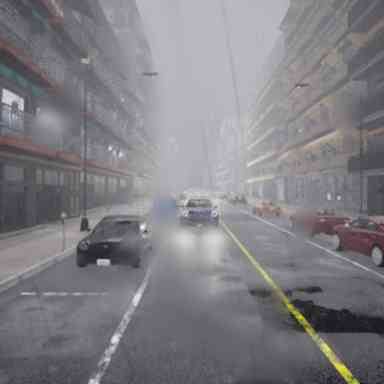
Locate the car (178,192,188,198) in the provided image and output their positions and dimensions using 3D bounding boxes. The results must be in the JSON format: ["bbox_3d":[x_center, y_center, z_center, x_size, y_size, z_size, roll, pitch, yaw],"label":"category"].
[{"bbox_3d":[-2.030,0.653,73.197,2.008,1.369,4.403,1,1,0],"label":"car"}]

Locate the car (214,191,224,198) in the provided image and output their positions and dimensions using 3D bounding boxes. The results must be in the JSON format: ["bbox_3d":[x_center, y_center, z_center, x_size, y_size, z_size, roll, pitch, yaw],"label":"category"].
[{"bbox_3d":[6.373,0.607,78.768,2.008,1.369,4.403,1,1,0],"label":"car"}]

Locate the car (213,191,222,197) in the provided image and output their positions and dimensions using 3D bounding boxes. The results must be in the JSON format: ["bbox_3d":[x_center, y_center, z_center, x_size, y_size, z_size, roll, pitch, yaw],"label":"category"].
[{"bbox_3d":[6.396,0.528,84.438,1.887,1.381,4.507,1,1,0],"label":"car"}]

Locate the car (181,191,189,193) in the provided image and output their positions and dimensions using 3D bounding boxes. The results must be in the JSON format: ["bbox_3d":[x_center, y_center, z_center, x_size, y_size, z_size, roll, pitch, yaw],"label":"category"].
[{"bbox_3d":[-2.076,0.811,61.857,1.947,1.339,4.313,1,1,0],"label":"car"}]

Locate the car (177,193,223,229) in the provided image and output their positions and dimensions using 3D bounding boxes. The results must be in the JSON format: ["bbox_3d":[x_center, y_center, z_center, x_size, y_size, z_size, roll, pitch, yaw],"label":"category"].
[{"bbox_3d":[0.431,1.120,19.687,2.097,1.767,4.553,0,1,0],"label":"car"}]

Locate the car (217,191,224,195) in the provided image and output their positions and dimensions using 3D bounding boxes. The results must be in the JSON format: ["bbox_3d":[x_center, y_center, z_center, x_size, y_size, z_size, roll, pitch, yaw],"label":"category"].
[{"bbox_3d":[6.305,0.711,61.756,1.967,1.590,4.097,1,1,0],"label":"car"}]

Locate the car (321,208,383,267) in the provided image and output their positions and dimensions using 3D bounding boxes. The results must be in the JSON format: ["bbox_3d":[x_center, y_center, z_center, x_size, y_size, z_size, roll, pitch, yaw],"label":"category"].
[{"bbox_3d":[6.096,1.435,10.724,1.887,1.381,4.507,1,1,0],"label":"car"}]

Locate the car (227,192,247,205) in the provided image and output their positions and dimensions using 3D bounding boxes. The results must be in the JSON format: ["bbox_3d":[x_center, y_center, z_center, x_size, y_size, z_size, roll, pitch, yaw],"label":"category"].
[{"bbox_3d":[6.236,0.922,44.746,1.967,1.590,4.097,1,1,0],"label":"car"}]

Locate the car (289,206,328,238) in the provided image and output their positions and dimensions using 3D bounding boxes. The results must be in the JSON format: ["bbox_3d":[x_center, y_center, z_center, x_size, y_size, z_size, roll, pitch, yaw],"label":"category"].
[{"bbox_3d":[6.119,1.368,16.395,1.887,1.381,4.507,1,1,0],"label":"car"}]

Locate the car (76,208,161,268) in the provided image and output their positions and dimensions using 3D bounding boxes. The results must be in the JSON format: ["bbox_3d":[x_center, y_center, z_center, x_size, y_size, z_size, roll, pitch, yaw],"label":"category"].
[{"bbox_3d":[-2.283,1.431,10.818,1.947,1.339,4.313,1,1,0],"label":"car"}]

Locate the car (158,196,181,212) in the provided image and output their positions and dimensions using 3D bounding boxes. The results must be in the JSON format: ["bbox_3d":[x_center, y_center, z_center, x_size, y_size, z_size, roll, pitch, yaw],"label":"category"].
[{"bbox_3d":[-2.191,1.140,33.501,1.887,1.381,4.507,1,1,0],"label":"car"}]

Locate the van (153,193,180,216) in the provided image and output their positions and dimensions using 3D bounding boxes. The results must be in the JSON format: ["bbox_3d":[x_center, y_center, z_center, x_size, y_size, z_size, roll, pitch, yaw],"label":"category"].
[{"bbox_3d":[-2.211,1.005,27.828,1.690,1.788,3.998,1,1,0],"label":"van"}]

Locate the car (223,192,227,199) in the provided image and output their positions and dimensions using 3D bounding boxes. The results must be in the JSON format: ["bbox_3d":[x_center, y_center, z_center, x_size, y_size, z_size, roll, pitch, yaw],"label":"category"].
[{"bbox_3d":[6.259,0.994,50.419,1.802,1.307,4.206,1,1,0],"label":"car"}]

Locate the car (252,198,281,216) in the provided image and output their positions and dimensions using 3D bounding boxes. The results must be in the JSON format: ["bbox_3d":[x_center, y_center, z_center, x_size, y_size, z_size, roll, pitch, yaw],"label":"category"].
[{"bbox_3d":[6.167,1.213,27.906,1.752,1.417,4.829,1,1,0],"label":"car"}]

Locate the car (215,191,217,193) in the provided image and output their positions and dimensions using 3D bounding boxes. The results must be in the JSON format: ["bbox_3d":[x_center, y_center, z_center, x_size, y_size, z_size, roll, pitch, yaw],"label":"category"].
[{"bbox_3d":[6.327,0.744,67.428,1.887,1.381,4.507,1,1,0],"label":"car"}]

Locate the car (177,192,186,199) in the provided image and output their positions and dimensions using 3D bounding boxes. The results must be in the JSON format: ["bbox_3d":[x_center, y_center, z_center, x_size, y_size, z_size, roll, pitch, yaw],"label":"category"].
[{"bbox_3d":[-2.053,0.701,67.356,1.752,1.417,4.829,1,1,0],"label":"car"}]

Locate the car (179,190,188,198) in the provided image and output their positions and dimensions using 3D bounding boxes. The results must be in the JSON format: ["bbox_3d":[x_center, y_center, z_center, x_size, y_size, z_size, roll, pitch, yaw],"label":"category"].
[{"bbox_3d":[-2.005,0.470,78.867,1.967,1.590,4.097,1,1,0],"label":"car"}]
